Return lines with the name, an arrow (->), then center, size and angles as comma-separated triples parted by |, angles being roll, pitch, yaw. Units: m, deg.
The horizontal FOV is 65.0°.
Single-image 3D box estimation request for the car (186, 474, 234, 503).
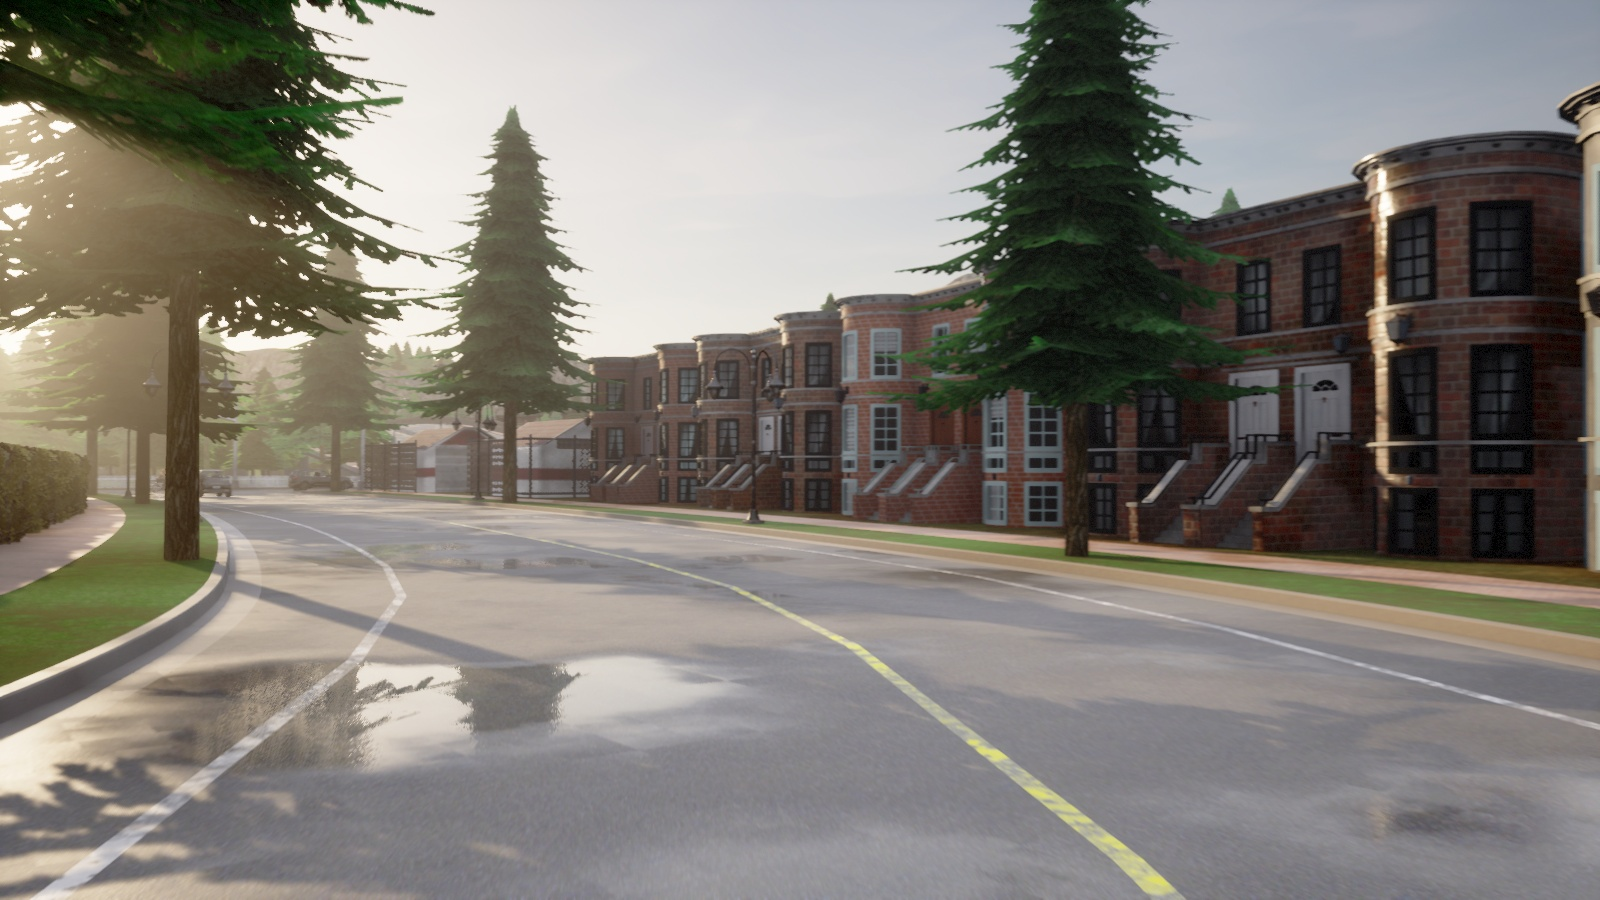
car -> -32.894, 2.130, 69.993 | 1.789, 1.549, 3.705 | 0, -1, -36
